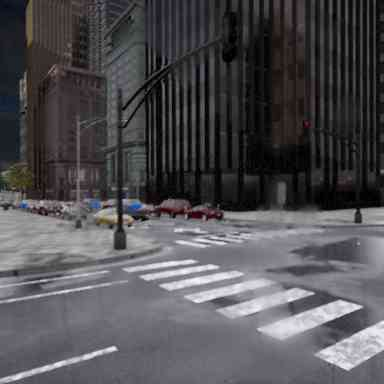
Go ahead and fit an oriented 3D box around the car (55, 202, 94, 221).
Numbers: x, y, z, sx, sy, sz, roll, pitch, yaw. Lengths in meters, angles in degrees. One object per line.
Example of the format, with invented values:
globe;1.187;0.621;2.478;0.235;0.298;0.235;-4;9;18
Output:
car;-11.661;2.007;32.752;2.008;1.369;4.403;-1;0;-35

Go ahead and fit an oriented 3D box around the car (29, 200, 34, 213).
car;-20.149;2.199;44.702;1.887;1.381;4.507;-1;0;-35

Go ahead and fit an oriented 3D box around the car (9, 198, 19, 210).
car;-31.571;2.356;60.780;1.967;1.590;4.097;-1;0;-35

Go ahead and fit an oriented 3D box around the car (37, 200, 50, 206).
car;-37.377;2.715;83.682;2.008;1.369;4.403;-1;0;-35

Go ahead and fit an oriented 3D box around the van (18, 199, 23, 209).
van;-25.811;2.125;52.668;1.690;1.788;3.998;-1;0;-35

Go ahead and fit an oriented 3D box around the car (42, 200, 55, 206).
car;-34.365;2.666;79.441;1.947;1.339;4.313;-1;0;-35

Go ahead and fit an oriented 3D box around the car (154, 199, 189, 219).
car;-1.990;1.675;33.865;2.192;1.841;5.009;-1;0;-35

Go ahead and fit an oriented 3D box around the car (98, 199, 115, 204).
car;-10.813;1.881;46.318;2.192;1.841;5.009;-1;0;-35

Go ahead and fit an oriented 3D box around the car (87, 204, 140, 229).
car;-5.904;1.846;24.647;1.752;1.417;4.829;-1;0;-35

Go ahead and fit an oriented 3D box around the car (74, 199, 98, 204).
car;-16.163;2.141;49.130;2.128;1.511;4.902;0;-1;-35

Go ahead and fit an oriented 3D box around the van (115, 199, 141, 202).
van;-7.872;1.839;42.167;1.690;1.788;3.998;-1;0;-35

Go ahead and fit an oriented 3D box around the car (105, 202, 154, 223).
car;-5.697;1.904;28.970;2.033;1.411;5.357;0;-1;-35

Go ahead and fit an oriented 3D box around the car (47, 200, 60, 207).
car;-31.352;2.601;75.199;1.947;1.339;4.313;-1;0;-35

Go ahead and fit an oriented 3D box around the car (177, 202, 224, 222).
car;0.956;1.835;29.714;1.887;1.381;4.507;-1;0;-35

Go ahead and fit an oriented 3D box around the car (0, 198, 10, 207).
car;-40.911;2.669;73.933;1.887;1.381;4.507;-1;0;-35

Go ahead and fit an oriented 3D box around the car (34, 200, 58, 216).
car;-17.324;1.903;40.718;2.192;1.841;5.009;-1;0;-35

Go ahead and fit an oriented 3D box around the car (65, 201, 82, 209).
car;-22.315;2.413;62.475;1.802;1.307;4.206;-1;0;-35

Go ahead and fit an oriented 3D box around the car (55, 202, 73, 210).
car;-22.219;2.389;57.587;1.895;1.301;4.718;0;-1;-35

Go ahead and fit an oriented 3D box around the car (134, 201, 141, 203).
car;-4.925;2.011;38.016;1.802;1.307;4.206;-1;0;-35

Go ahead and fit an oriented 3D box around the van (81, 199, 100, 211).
van;-16.694;2.044;54.619;1.690;1.788;3.998;-1;0;-35

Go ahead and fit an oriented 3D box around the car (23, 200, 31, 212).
car;-22.980;2.159;48.685;1.967;1.590;4.097;-1;0;-35
